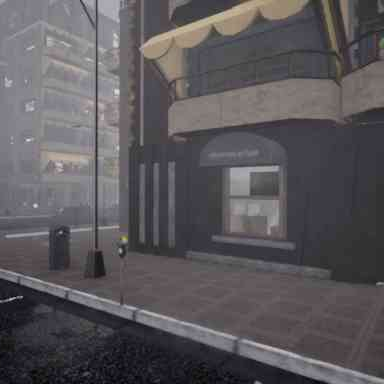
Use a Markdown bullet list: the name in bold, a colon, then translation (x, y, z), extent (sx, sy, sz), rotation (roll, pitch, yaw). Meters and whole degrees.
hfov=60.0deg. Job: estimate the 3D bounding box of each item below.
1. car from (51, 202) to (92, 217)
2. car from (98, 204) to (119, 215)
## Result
- **car**: translation (-12.738, 1.819, 35.264), extent (1.967, 1.590, 4.097), rotation (-1, -1, 35)
- **car**: translation (-9.457, 2.062, 39.889), extent (1.802, 1.307, 4.206), rotation (-1, -1, 35)
